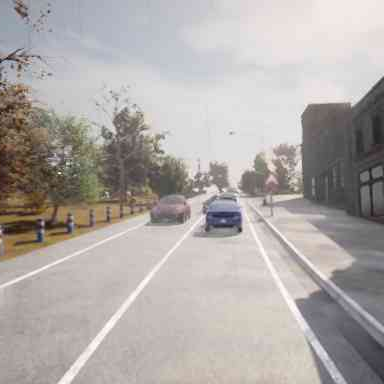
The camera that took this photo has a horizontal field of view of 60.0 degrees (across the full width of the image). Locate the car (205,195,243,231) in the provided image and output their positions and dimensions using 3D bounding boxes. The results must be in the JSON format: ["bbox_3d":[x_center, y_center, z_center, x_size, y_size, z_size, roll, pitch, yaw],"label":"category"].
[{"bbox_3d":[1.791,1.204,18.580,1.882,1.535,5.008,0,1,6],"label":"car"}]

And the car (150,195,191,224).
[{"bbox_3d":[-1.308,1.024,21.853,2.097,1.767,4.553,0,1,7],"label":"car"}]

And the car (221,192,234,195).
[{"bbox_3d":[3.934,0.813,36.823,1.837,1.490,4.892,0,1,7],"label":"car"}]
